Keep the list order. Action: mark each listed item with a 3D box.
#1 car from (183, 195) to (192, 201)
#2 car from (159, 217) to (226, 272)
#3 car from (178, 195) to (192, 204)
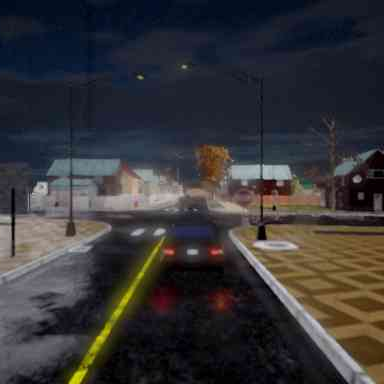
[{"bbox_3d":[-1.073,1.456,79.613,1.837,1.490,4.892,0,0,2],"label":"car"},{"bbox_3d":[0.034,1.530,10.727,2.033,1.411,5.357,0,0,1],"label":"car"},{"bbox_3d":[-1.630,1.497,64.361,2.033,1.411,5.357,0,0,2],"label":"car"}]
